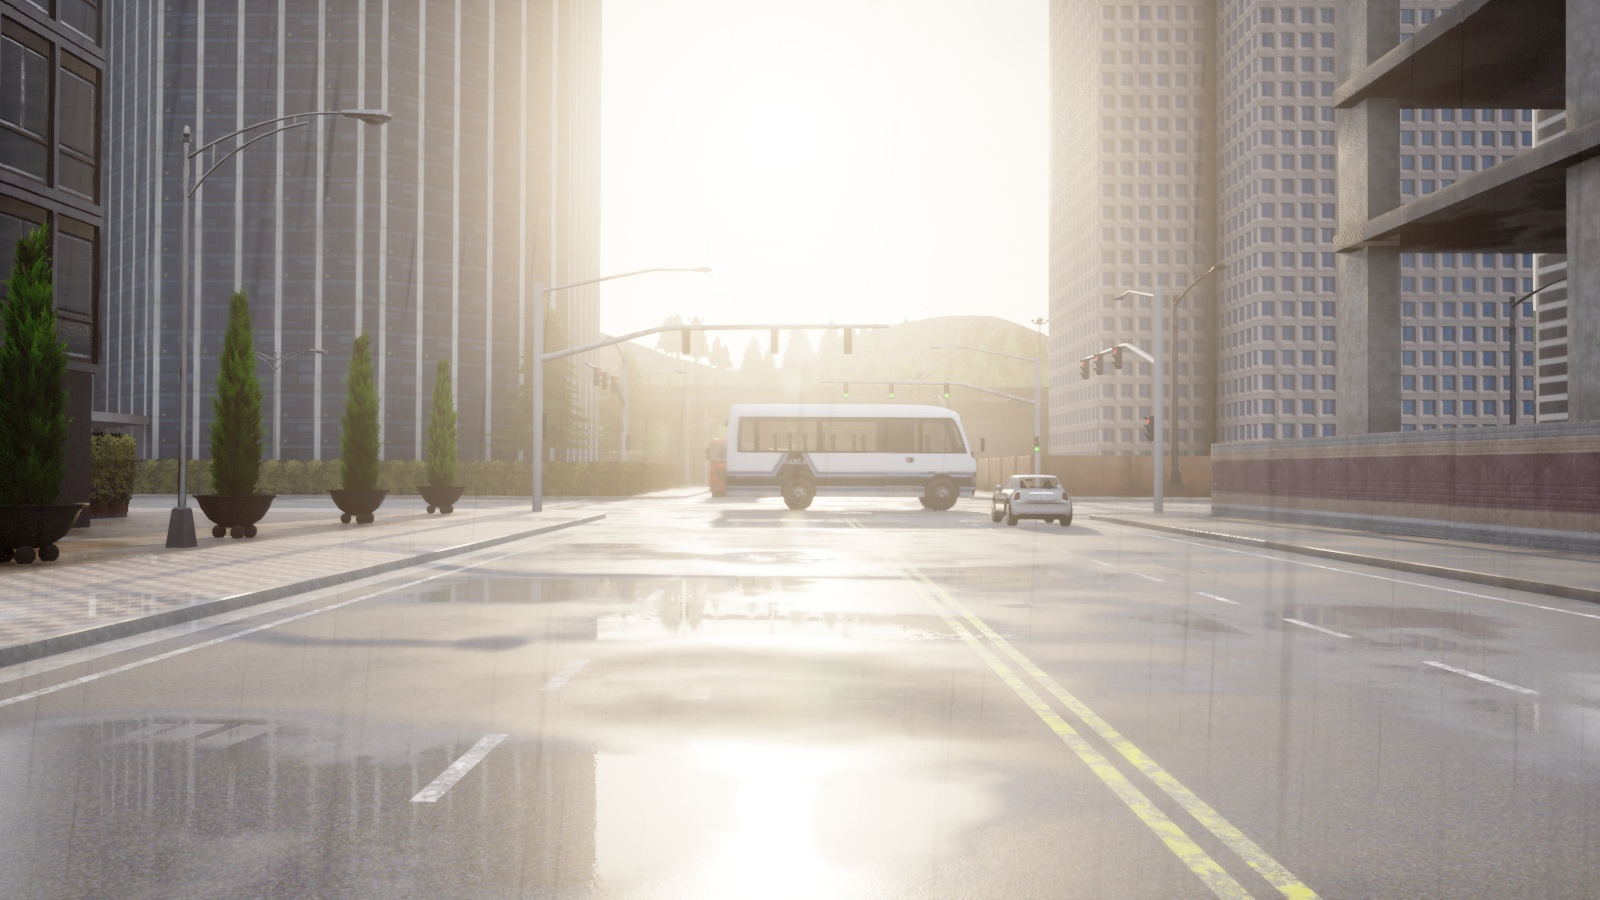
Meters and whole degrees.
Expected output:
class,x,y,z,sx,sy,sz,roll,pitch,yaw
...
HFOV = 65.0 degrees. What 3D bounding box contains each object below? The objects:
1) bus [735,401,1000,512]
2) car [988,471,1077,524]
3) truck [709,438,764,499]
class,x,y,z,sx,sy,sz,roll,pitch,yaw
bus,2.579,0.278,50.752,10.273,4.253,3.944,0,-1,-1
car,6.904,1.383,37.643,1.970,1.475,3.806,0,-1,0
truck,-3.695,1.100,74.778,2.891,3.462,7.936,0,-1,0
